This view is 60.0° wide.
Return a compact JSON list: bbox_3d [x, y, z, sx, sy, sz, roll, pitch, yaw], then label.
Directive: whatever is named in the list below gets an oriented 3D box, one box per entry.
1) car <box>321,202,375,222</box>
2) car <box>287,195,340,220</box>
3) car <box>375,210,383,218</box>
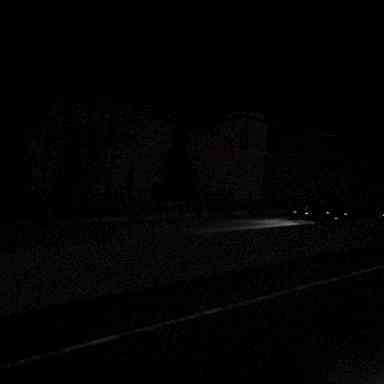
[{"bbox_3d":[12.380,1.655,25.710,4.718,1.301,1.895,0,0,-35],"label":"car"},{"bbox_3d":[10.663,1.275,28.785,5.566,2.045,2.150,0,0,-35],"label":"car"},{"bbox_3d":[15.087,1.581,23.339,4.674,1.442,1.812,0,0,-35],"label":"car"}]
